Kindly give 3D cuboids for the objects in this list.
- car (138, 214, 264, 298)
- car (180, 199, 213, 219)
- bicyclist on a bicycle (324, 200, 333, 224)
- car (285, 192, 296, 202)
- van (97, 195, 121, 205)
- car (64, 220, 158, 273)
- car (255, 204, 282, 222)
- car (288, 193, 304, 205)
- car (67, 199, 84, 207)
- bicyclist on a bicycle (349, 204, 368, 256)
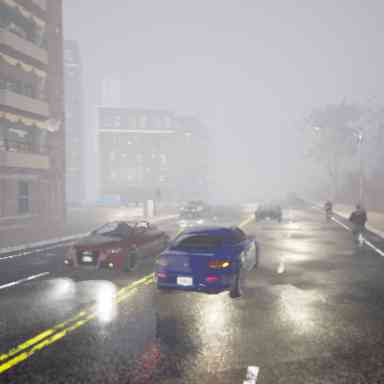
[{"bbox_3d":[0.586,1.544,8.585,1.812,1.442,4.674,-1,0,18],"label":"car"},{"bbox_3d":[0.445,1.445,30.497,2.097,1.767,4.553,-1,0,17],"label":"car"},{"bbox_3d":[9.218,1.346,22.413,0.582,1.620,1.656,-1,0,17],"label":"bicyclist on a bicycle"},{"bbox_3d":[21.200,1.017,70.833,2.150,2.045,5.566,-1,0,13],"label":"car"},{"bbox_3d":[-14.084,1.362,56.832,3.998,1.788,1.690,0,-1,-14],"label":"van"},{"bbox_3d":[-2.243,1.646,10.999,1.994,1.385,4.181,-1,0,18],"label":"car"},{"bbox_3d":[6.025,1.568,25.801,1.895,1.301,4.718,-1,0,17],"label":"car"},{"bbox_3d":[17.487,1.389,55.072,1.994,1.385,4.181,-1,0,15],"label":"car"},{"bbox_3d":[-17.647,1.621,47.319,4.206,1.307,1.802,0,-1,-14],"label":"car"},{"bbox_3d":[5.908,1.295,11.865,0.659,1.776,1.843,-1,0,18],"label":"bicyclist on a bicycle"}]
